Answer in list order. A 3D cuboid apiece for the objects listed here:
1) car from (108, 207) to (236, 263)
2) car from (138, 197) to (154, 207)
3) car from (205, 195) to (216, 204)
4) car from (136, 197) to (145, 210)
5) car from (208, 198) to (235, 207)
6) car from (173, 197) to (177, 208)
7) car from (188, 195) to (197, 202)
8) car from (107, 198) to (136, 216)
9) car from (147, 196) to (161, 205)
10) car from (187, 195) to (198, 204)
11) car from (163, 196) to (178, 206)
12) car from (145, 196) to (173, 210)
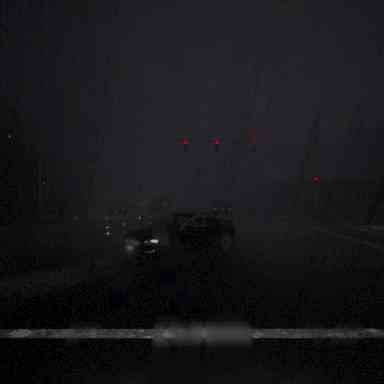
[{"bbox_3d":[-0.298,1.516,12.233,2.128,1.511,4.902,-1,0,42],"label":"car"},{"bbox_3d":[-7.048,1.505,51.720,1.837,1.490,4.892,0,0,0],"label":"car"},{"bbox_3d":[3.552,1.352,63.779,2.097,1.767,4.553,0,0,0],"label":"car"},{"bbox_3d":[-7.059,1.478,42.234,1.882,1.535,5.008,0,0,0],"label":"car"},{"bbox_3d":[3.040,1.547,31.614,2.033,1.411,5.357,0,0,8],"label":"car"},{"bbox_3d":[-3.556,1.564,45.603,1.994,1.385,4.181,0,0,0],"label":"car"},{"bbox_3d":[0.061,1.413,73.921,1.994,1.385,4.181,0,0,0],"label":"car"},{"bbox_3d":[-7.067,1.526,32.940,1.812,1.442,4.674,0,0,0],"label":"car"},{"bbox_3d":[-7.012,1.492,62.128,2.128,1.511,4.902,0,0,0],"label":"car"},{"bbox_3d":[0.052,1.505,63.812,1.837,1.490,4.892,0,0,0],"label":"car"},{"bbox_3d":[-3.534,1.492,55.661,2.128,1.511,4.902,0,0,0],"label":"car"},{"bbox_3d":[-3.558,1.352,37.033,2.097,1.767,4.553,0,0,0],"label":"car"}]
